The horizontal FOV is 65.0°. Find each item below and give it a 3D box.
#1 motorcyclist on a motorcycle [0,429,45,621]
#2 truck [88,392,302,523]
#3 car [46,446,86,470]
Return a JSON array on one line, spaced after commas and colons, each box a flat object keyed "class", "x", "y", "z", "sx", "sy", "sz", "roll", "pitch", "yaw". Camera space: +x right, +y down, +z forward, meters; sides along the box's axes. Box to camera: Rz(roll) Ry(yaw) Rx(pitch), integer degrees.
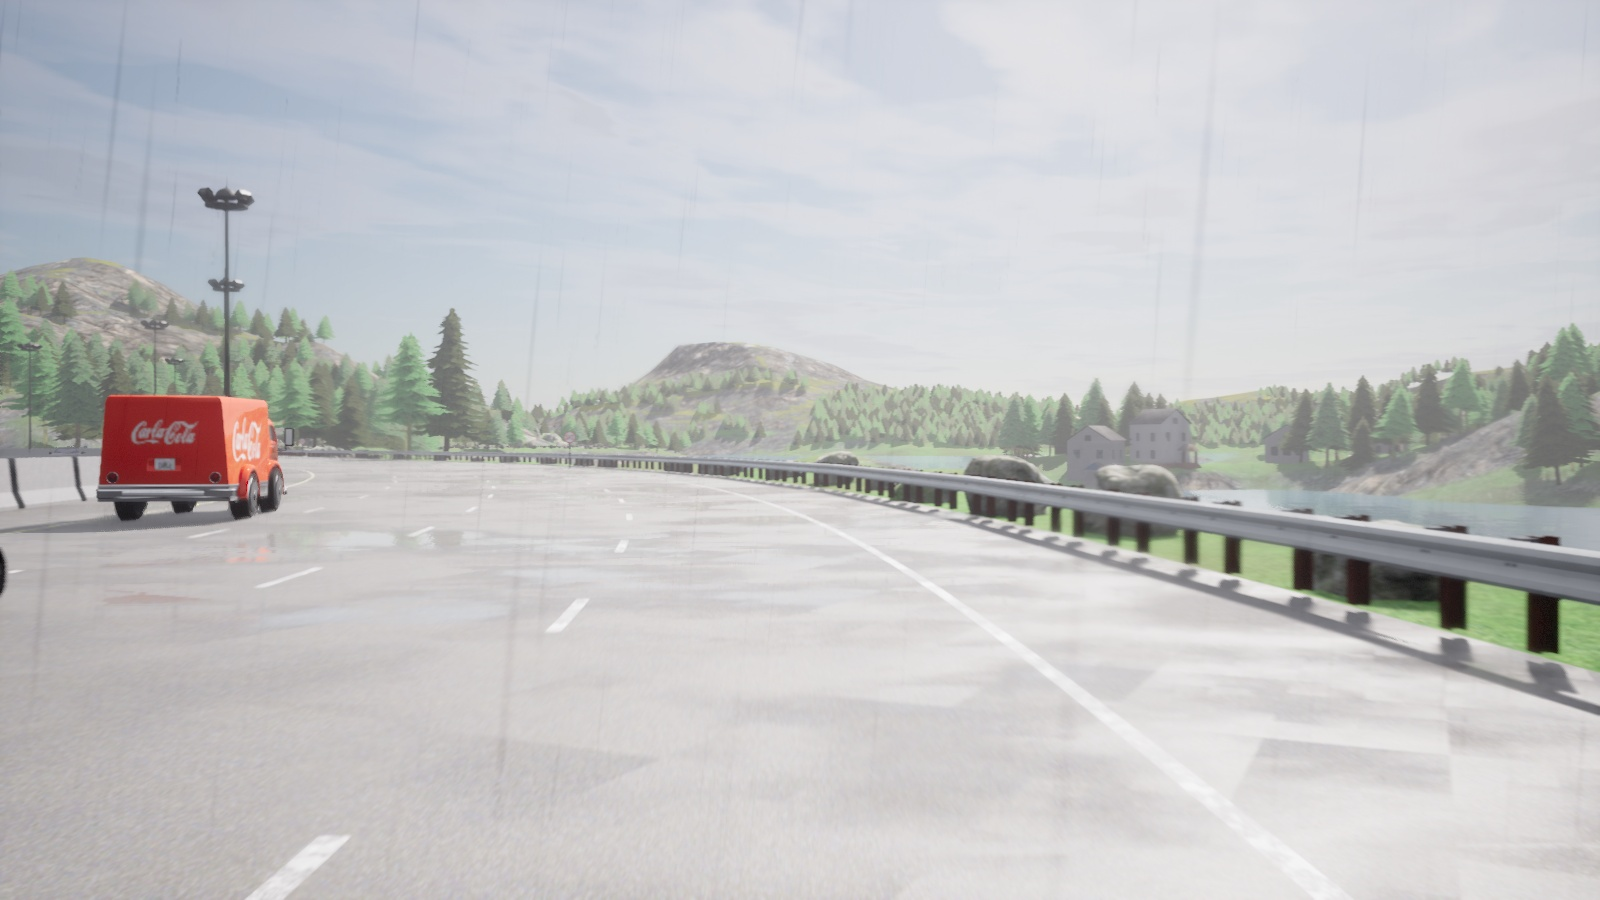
[{"class": "motorcyclist on a motorcycle", "x": -7.225, "y": 0.649, "z": 10.281, "sx": 0.766, "sy": 1.649, "sz": 2.350, "roll": -1, "pitch": 0, "yaw": -3}, {"class": "truck", "x": -12.431, "y": 0.130, "z": 26.289, "sx": 2.627, "sy": 2.467, "sz": 5.204, "roll": 0, "pitch": 0, "yaw": -9}, {"class": "car", "x": -44.291, "y": 0.447, "z": 75.838, "sx": 1.994, "sy": 1.385, "sz": 4.181, "roll": 0, "pitch": 0, "yaw": -30}]
